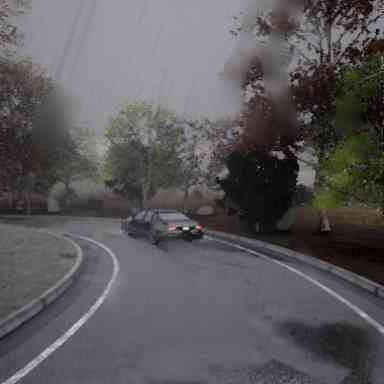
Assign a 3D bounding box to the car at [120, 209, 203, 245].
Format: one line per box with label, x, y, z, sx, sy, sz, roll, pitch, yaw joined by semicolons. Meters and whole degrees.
car;-1.566;1.463;15.254;2.033;1.411;5.357;1;0;-32
